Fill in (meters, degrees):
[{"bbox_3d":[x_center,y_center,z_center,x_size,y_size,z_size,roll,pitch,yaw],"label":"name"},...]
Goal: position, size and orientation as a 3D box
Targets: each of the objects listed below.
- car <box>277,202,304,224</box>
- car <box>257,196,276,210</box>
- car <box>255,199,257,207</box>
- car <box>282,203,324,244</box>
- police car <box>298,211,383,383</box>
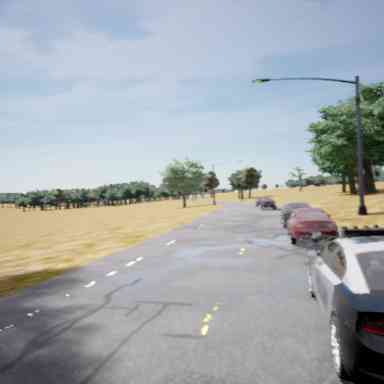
[{"bbox_3d":[6.543,1.398,20.861,1.837,1.490,4.892,-2,0,12],"label":"car"},{"bbox_3d":[9.588,1.496,42.343,1.837,1.490,4.892,-2,-1,9],"label":"car"},{"bbox_3d":[11.578,1.487,55.034,2.097,1.767,4.553,-2,-1,7],"label":"car"},{"bbox_3d":[5.258,1.427,14.964,1.812,1.442,4.674,-2,0,13],"label":"car"},{"bbox_3d":[2.977,1.348,5.281,1.930,1.638,5.238,-2,0,14],"label":"police car"}]
